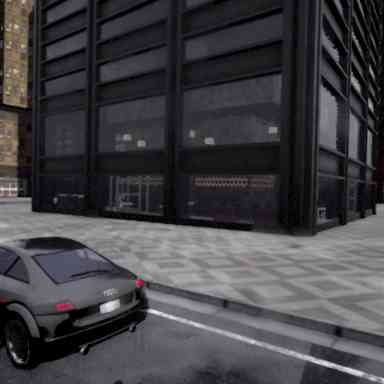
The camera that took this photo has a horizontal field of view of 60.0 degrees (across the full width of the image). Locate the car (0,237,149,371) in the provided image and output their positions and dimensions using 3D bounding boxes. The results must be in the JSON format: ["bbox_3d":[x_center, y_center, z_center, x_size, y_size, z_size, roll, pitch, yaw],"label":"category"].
[{"bbox_3d":[-2.729,1.479,5.640,4.181,1.385,1.994,1,1,36],"label":"car"}]
